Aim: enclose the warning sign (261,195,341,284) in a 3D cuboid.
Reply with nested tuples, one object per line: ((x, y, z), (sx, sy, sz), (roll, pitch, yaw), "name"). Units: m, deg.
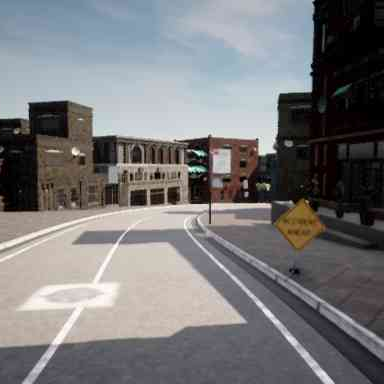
((2.545, 1.080, 7.934), (1.300, 1.860, 1.060), (4, 4, -8), "warning sign")
